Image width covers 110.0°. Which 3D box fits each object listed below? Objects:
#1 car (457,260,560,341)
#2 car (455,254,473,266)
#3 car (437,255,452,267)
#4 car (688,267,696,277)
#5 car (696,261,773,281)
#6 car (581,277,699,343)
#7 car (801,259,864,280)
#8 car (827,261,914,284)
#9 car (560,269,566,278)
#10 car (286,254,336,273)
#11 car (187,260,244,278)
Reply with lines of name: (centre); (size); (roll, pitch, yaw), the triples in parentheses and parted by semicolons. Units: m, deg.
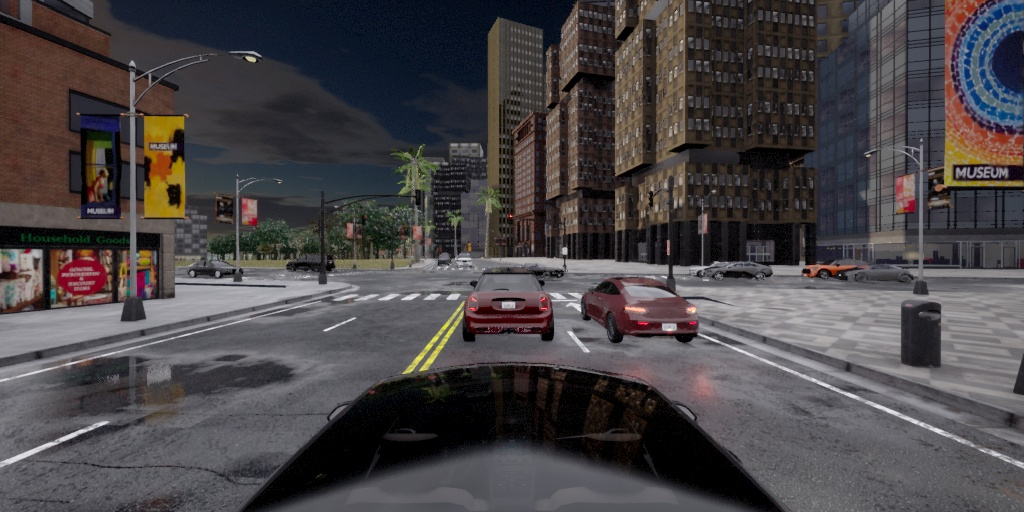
car: (-0.122, 1.101, 10.014); (2.097, 1.767, 4.553); (0, 0, -1)
car: (-6.909, 0.671, 52.089); (2.150, 2.045, 5.566); (0, 1, -8)
car: (-10.914, 0.929, 57.317); (2.033, 1.411, 5.357); (0, 1, -8)
car: (18.243, 1.201, 31.854); (4.674, 1.442, 1.812); (0, 0, 13)
car: (17.873, 1.180, 28.601); (4.902, 1.511, 2.128); (0, 0, 13)
car: (3.137, 1.274, 9.578); (1.812, 1.442, 4.674); (0, 0, -1)
car: (26.972, 1.033, 29.789); (4.553, 1.767, 2.097); (0, 0, 13)
car: (26.631, 1.258, 26.535); (4.181, 1.385, 1.994); (0, 0, 13)
car: (2.287, 1.294, 31.244); (4.718, 1.301, 1.895); (0, 1, 42)
car: (-23.182, 0.833, 41.410); (5.566, 2.045, 2.150); (0, 0, 15)
car: (-26.586, 1.154, 32.121); (4.892, 1.490, 1.837); (0, 0, 13)
